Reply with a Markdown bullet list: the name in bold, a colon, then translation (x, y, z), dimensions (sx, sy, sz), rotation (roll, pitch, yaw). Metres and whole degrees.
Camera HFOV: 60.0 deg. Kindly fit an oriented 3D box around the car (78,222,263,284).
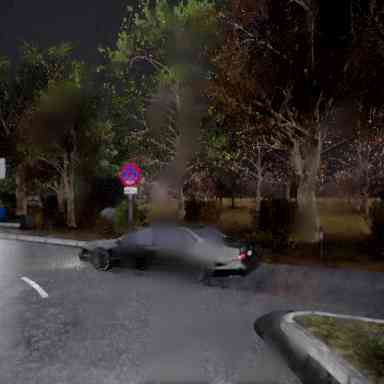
- **car**: translation (-0.746, 1.612, 9.657), dimensions (5.357, 1.411, 2.033), rotation (0, 0, 27)
